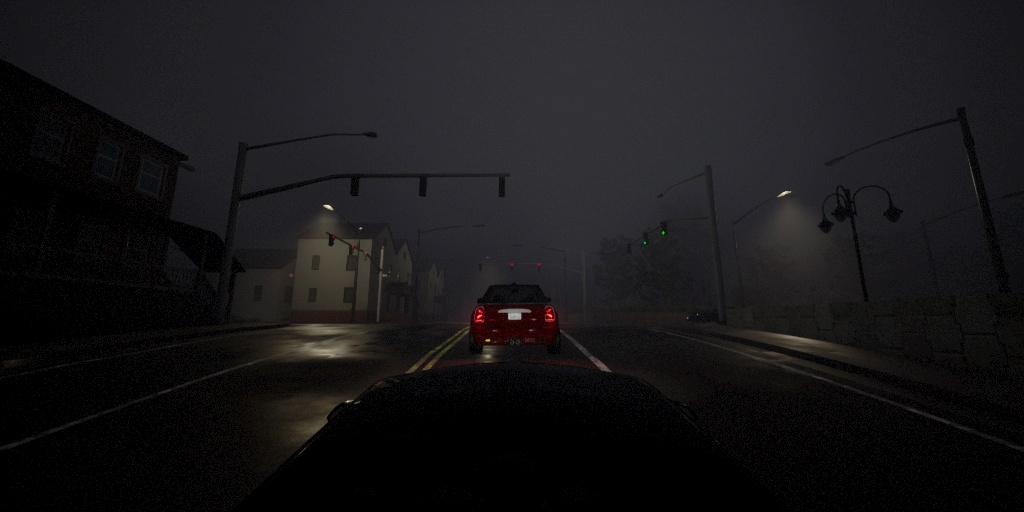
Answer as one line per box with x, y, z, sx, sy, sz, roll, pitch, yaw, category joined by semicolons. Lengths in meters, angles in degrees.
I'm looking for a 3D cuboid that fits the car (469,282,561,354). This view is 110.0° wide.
0.061;1.566;10.070;2.097;1.767;4.553;-1;-6;0;car

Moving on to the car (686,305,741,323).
16.307;4.627;28.300;4.902;1.511;2.128;0;-10;1;car

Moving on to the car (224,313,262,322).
-20.384;4.977;24.955;5.566;2.045;2.150;-8;-10;-1;car
